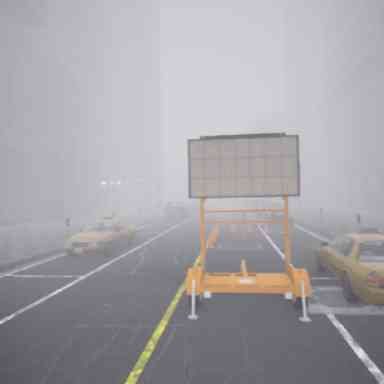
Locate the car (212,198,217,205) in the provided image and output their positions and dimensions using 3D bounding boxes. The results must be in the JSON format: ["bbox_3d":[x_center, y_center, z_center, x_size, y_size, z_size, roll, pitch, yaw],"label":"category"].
[{"bbox_3d":[3.989,2.433,75.769,1.752,1.417,4.829,-1,-1,7],"label":"car"}]

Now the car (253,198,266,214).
[{"bbox_3d":[6.881,1.650,30.109,1.967,1.590,4.097,-1,-1,7],"label":"car"}]

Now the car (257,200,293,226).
[{"bbox_3d":[6.183,1.594,24.514,1.967,1.590,4.097,-1,-1,7],"label":"car"}]

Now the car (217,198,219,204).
[{"bbox_3d":[4.702,2.298,81.535,2.192,1.841,5.009,-1,-1,7],"label":"car"}]

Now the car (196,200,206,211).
[{"bbox_3d":[0.518,2.029,47.963,1.967,1.590,4.097,-1,-1,7],"label":"car"}]

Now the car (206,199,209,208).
[{"bbox_3d":[1.218,2.197,53.557,1.887,1.381,4.507,-1,-1,7],"label":"car"}]

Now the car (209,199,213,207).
[{"bbox_3d":[2.615,2.360,64.747,1.802,1.307,4.206,-1,-1,7],"label":"car"}]

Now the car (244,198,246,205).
[{"bbox_3d":[8.972,1.706,46.898,2.192,1.841,5.009,-1,-1,7],"label":"car"}]

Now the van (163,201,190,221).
[{"bbox_3d":[-1.577,1.748,31.178,1.690,1.788,3.998,-1,-1,7],"label":"van"}]

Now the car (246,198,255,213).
[{"bbox_3d":[8.274,1.644,41.303,2.192,1.841,5.009,-1,-1,7],"label":"car"}]

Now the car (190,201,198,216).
[{"bbox_3d":[-0.875,2.031,36.771,1.947,1.339,4.313,-1,-1,7],"label":"car"}]

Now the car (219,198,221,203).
[{"bbox_3d":[6.099,2.447,92.726,2.192,1.841,5.009,-1,-1,7],"label":"car"}]

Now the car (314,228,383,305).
[{"bbox_3d":[4.124,1.528,7.925,1.752,1.417,4.829,-1,0,8],"label":"car"}]

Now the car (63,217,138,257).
[{"bbox_3d":[-3.693,1.773,14.184,1.752,1.417,4.829,-1,0,8],"label":"car"}]

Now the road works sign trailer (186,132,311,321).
[{"bbox_3d":[1.147,0.527,7.408,2.380,3.560,2.880,-1,-1,7],"label":"road works sign trailer"}]

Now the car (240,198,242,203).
[{"bbox_3d":[12.467,2.294,74.874,1.802,1.307,4.206,-1,-1,7],"label":"car"}]
